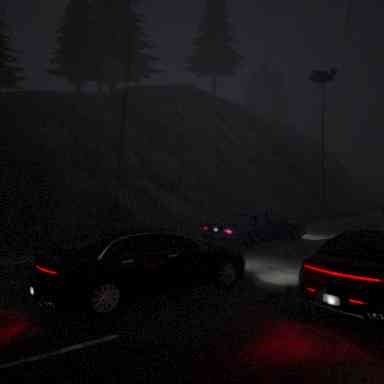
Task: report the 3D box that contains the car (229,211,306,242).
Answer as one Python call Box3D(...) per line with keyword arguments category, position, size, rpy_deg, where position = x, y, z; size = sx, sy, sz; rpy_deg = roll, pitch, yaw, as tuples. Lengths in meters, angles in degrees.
Box3D(category="car", position=(2.901, 1.533, 14.671), size=(5.357, 1.411, 2.033), rpy_deg=(0, 0, -38))

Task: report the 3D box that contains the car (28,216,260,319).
Box3D(category="car", position=(-0.923, 1.503, 7.432), size=(4.892, 1.490, 1.837), rpy_deg=(-1, 1, -36))

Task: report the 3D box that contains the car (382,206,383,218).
Box3D(category="car", position=(17.796, 1.463, 28.575), size=(1.837, 1.490, 4.892), rpy_deg=(0, 0, 43))

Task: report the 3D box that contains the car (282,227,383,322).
Box3D(category="car", position=(4.222, 1.496, 6.890), size=(4.892, 1.490, 1.837), rpy_deg=(-1, 0, -37))
